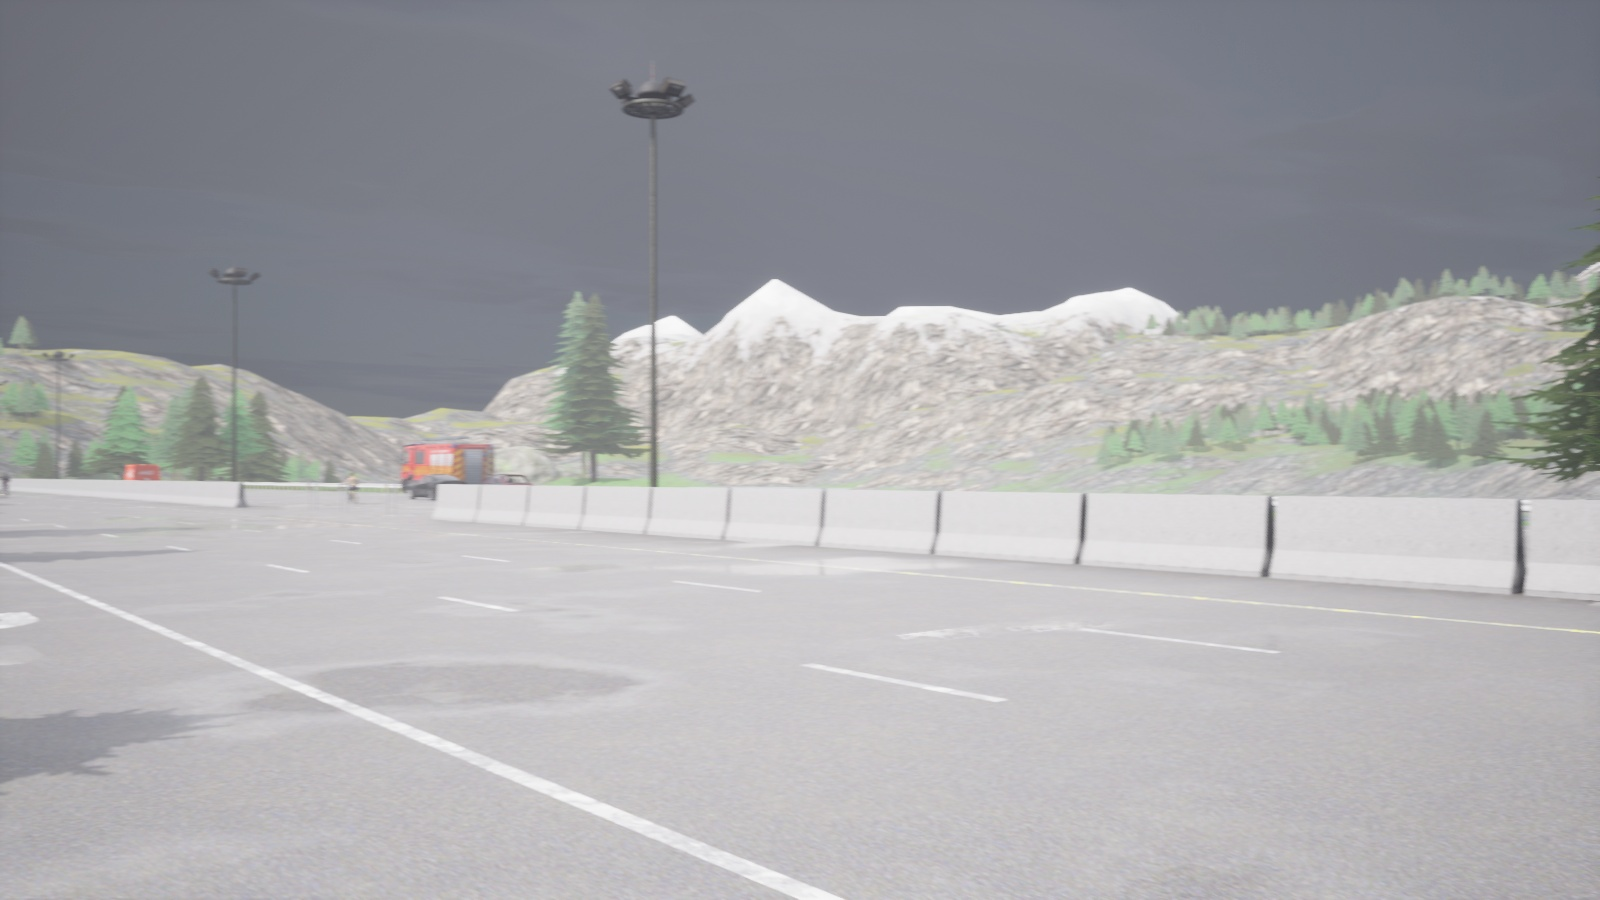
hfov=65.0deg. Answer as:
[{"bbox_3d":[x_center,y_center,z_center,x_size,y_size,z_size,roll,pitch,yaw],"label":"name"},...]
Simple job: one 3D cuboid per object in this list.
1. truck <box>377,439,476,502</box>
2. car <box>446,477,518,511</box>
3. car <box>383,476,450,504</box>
[{"bbox_3d":[-23.855,1.323,79.915,2.891,3.827,8.468,0,-1,-40],"label":"truck"},{"bbox_3d":[-14.707,2.012,57.952,1.845,1.501,3.633,0,-1,-40],"label":"car"},{"bbox_3d":[-22.126,2.313,72.354,1.882,1.535,5.008,0,-1,-40],"label":"car"}]
